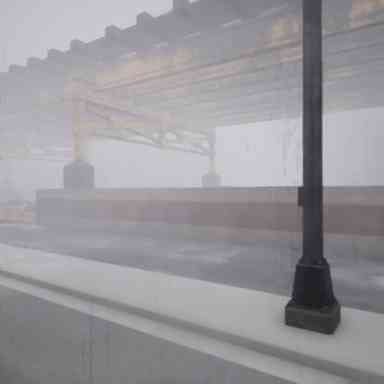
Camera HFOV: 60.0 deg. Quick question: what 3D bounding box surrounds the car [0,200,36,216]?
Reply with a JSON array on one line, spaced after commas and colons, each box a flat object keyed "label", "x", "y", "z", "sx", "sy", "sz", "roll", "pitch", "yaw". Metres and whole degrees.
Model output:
[{"label": "car", "x": -16.461, "y": 1.337, "z": 30.929, "sx": 4.536, "sy": 1.218, "sz": 1.853, "roll": 0, "pitch": 0, "yaw": -1}]

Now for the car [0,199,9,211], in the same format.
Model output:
[{"label": "car", "x": -20.282, "y": 1.343, "z": 33.645, "sx": 1.853, "sy": 1.218, "sz": 4.536, "roll": 0, "pitch": 0, "yaw": -11}]
